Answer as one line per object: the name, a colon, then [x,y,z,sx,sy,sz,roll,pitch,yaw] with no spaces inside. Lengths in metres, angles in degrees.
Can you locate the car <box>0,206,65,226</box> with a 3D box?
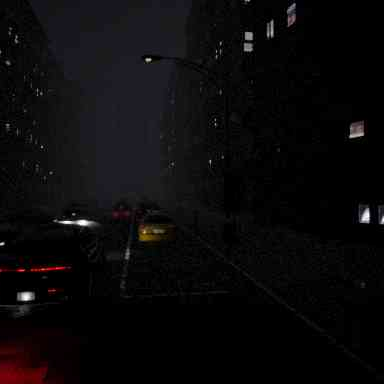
car: [-7.466,1.561,14.929,2.033,1.411,5.357,0,0,-9]

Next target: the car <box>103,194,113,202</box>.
car: [-20.655,1.567,79.510,2.008,1.369,4.403,1,0,-9]

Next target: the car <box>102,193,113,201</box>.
car: [-21.546,1.329,84.978,2.192,1.841,5.009,1,0,-9]

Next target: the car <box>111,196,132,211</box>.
car: [-8.399,1.540,40.160,1.812,1.442,4.674,0,0,-9]

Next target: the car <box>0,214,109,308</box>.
car: [-3.189,1.509,7.994,1.837,1.490,4.892,0,0,-9]

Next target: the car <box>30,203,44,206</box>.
car: [-11.672,1.547,24.664,1.752,1.417,4.829,1,0,-9]

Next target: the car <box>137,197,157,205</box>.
car: [-3.435,1.448,26.238,1.967,1.590,4.097,1,0,-9]

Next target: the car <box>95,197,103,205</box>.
car: [-17.072,1.566,57.639,1.887,1.381,4.507,1,0,-9]

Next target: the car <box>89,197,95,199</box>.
car: [-15.280,1.463,46.703,1.967,1.590,4.097,1,0,-9]

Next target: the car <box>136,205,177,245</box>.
car: [-1.674,1.530,15.470,1.752,1.417,4.829,1,0,-9]

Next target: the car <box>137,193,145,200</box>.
car: [-14.180,1.312,91.852,2.192,1.841,5.009,1,0,-9]

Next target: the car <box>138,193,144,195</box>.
car: [-8.809,1.448,59.045,1.967,1.590,4.097,1,0,-9]

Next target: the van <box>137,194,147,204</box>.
van: [-9.703,1.348,64.512,1.690,1.788,3.998,1,0,-9]

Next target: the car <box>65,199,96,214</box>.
car: [-9.604,1.582,28.048,1.994,1.385,4.181,0,0,-9]

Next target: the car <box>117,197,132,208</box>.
car: [-10.101,1.561,50.333,2.033,1.411,5.357,0,0,-9]

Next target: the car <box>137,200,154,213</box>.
car: [-5.229,1.592,37.173,1.802,1.307,4.206,1,0,-9]

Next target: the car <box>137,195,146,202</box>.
car: [-11.496,1.444,75.449,1.967,1.590,4.097,1,0,-9]

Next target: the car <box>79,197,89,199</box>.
car: [-14.386,1.569,41.235,1.887,1.381,4.507,1,0,-9]
